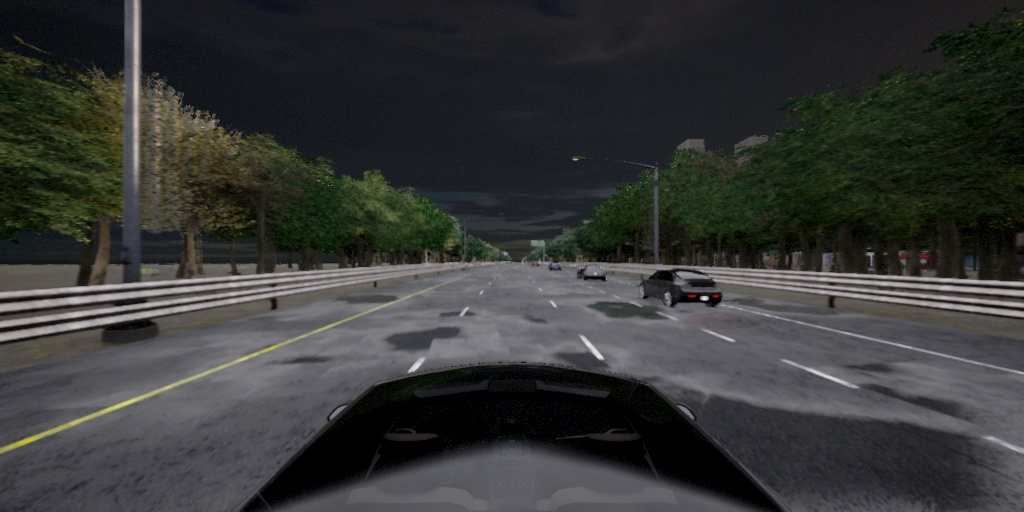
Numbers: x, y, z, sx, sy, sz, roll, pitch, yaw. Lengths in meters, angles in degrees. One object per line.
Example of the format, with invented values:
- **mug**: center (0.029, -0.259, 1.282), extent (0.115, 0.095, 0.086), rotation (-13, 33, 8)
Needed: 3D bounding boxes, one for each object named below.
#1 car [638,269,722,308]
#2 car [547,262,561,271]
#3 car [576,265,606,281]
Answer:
- **car**: center (7.010, 1.303, 15.468), extent (1.837, 1.490, 4.892), rotation (0, 0, 0)
- **car**: center (7.191, 1.816, 61.000), extent (1.812, 1.442, 4.674), rotation (0, -1, 0)
- **car**: center (7.047, 1.482, 32.267), extent (1.994, 1.385, 4.181), rotation (0, -1, 0)
